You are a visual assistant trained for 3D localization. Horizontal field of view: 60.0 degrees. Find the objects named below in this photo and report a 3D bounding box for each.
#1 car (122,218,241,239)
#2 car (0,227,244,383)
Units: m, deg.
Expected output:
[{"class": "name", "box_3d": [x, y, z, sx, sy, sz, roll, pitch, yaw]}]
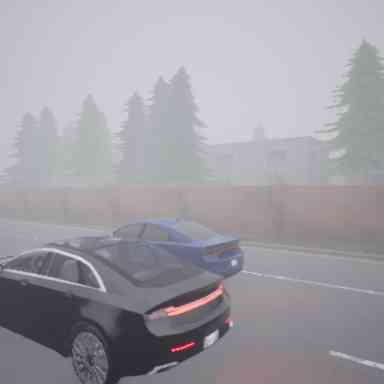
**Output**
[{"class": "car", "box_3d": [-1.055, 1.447, 9.044, 5.008, 1.535, 1.882, 0, 0, 36]}, {"class": "car", "box_3d": [-1.752, 1.468, 5.241, 4.902, 1.511, 2.128, 0, 0, 35]}]
